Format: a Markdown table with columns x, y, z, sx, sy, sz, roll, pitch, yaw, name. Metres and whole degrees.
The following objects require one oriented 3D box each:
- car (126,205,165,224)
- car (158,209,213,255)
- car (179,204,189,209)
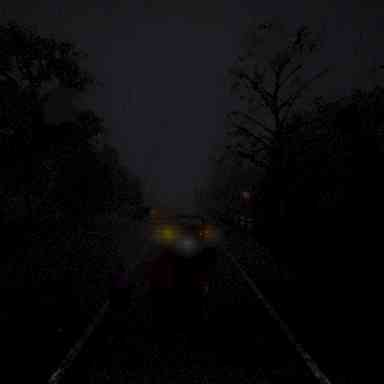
| x | y | z | sx | sy | sz | roll | pitch | yaw | name |
| --- | --- | --- | --- | --- | --- | --- | --- | --- | --- |
| -3.942 | 1.912 | 28.668 | 1.837 | 1.490 | 4.892 | 1 | -1 | -39 | car |
| -0.198 | 1.604 | 13.481 | 1.812 | 1.442 | 4.674 | 0 | -1 | -1 | car |
| -1.727 | 3.335 | 72.272 | 2.097 | 1.767 | 4.553 | 0 | -2 | -1 | car |
